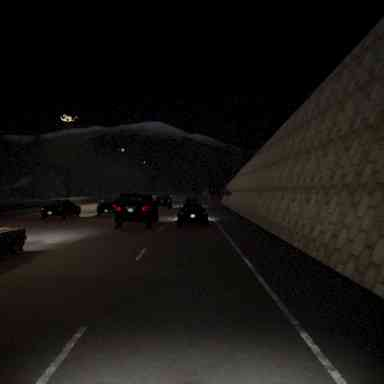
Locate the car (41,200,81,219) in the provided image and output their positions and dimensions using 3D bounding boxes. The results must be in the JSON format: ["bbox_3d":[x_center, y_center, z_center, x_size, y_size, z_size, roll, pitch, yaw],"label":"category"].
[{"bbox_3d":[-10.473,1.356,26.767,1.812,1.442,4.674,0,0,0],"label":"car"}]

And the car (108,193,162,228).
[{"bbox_3d":[-3.459,1.087,21.356,2.150,2.045,5.566,0,1,0],"label":"car"}]

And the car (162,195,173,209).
[{"bbox_3d":[-3.512,1.090,40.856,2.097,1.767,4.553,0,0,0],"label":"car"}]

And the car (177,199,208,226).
[{"bbox_3d":[0.040,1.420,22.210,1.994,1.385,4.181,0,0,0],"label":"car"}]

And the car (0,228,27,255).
[{"bbox_3d":[-6.925,1.538,10.010,1.895,1.301,4.718,0,0,0],"label":"car"}]

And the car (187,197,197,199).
[{"bbox_3d":[-0.013,1.300,40.831,1.994,1.385,4.181,0,0,0],"label":"car"}]

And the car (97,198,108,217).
[{"bbox_3d":[-6.980,1.304,29.426,2.128,1.511,4.902,0,0,0],"label":"car"}]
